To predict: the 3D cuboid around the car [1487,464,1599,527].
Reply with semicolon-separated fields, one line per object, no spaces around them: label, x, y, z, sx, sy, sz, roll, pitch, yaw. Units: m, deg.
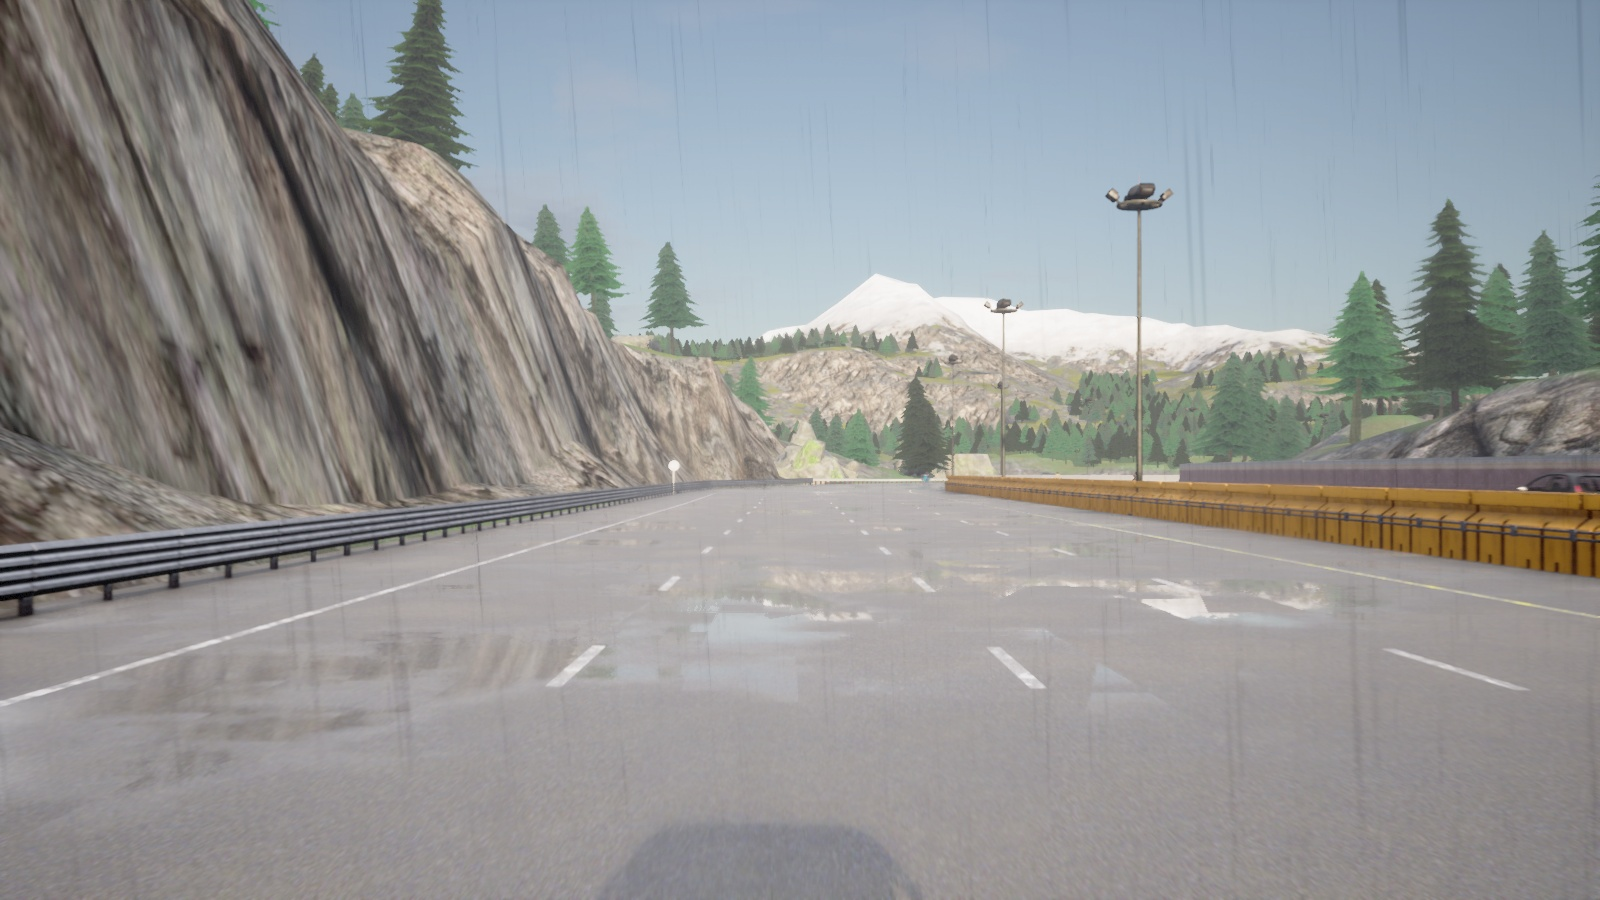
car;20.906;1.207;34.506;1.851;1.617;3.988;0;-1;0
